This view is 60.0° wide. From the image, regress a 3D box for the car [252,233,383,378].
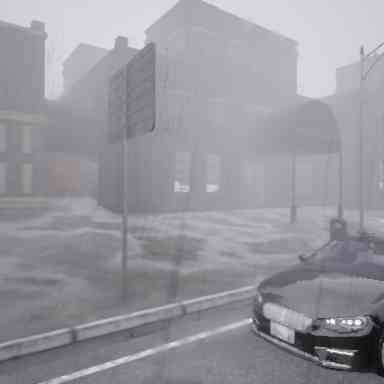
[{"bbox_3d":[3.125,1.505,5.604,4.902,1.511,2.128,0,0,-36],"label":"car"}]
